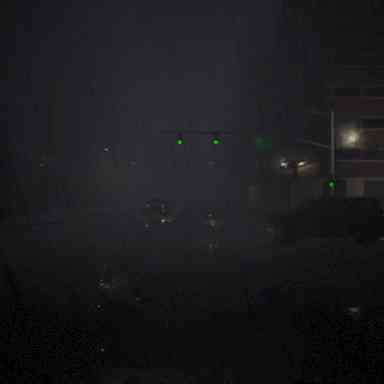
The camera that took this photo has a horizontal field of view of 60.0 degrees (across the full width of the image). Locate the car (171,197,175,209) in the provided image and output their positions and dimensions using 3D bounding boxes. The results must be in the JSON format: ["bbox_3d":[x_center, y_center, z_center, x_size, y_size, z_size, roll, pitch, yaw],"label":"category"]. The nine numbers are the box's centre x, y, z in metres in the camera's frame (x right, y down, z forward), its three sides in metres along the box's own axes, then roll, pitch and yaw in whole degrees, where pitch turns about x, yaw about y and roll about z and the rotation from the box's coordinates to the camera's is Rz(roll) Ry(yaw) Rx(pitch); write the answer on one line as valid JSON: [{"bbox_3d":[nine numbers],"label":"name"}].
[{"bbox_3d":[-3.587,1.591,44.272,1.812,1.442,4.674,0,0,0],"label":"car"}]

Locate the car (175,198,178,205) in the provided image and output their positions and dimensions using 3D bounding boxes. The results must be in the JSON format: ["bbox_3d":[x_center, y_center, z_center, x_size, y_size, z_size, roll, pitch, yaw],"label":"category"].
[{"bbox_3d":[-3.514,1.651,59.201,1.994,1.385,4.181,0,0,0],"label":"car"}]

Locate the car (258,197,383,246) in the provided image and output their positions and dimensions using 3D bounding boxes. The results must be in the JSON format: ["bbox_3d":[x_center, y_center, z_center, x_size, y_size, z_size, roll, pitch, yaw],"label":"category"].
[{"bbox_3d":[5.836,1.251,15.072,5.566,2.045,2.150,0,0,-1],"label":"car"}]

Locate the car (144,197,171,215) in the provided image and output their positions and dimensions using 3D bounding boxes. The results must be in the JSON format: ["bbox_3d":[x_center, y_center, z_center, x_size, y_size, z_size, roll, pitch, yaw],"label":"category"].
[{"bbox_3d":[-3.593,1.402,34.174,2.097,1.767,4.553,0,0,0],"label":"car"}]
